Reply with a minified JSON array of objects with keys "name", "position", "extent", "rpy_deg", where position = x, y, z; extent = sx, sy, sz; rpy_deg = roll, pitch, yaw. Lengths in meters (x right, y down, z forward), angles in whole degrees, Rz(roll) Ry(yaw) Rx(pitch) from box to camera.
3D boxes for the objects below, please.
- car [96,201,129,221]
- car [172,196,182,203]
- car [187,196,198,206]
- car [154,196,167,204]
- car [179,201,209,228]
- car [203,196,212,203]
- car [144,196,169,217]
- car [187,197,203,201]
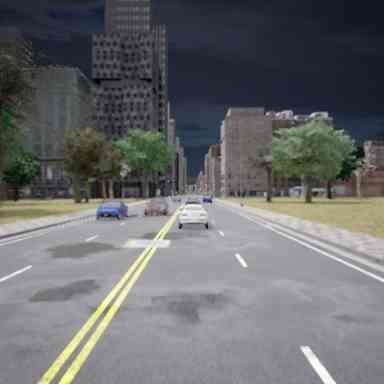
[{"name":"car","position":[-6.594,1.496,27.917],"extent":[1.882,1.535,5.008],"rpy_deg":[0,0,0]},{"name":"car","position":[-3.245,1.550,72.536],"extent":[1.882,1.535,5.008],"rpy_deg":[0,0,0]},{"name":"car","position":[0.103,1.548,59.316],"extent":[1.882,1.535,5.008],"rpy_deg":[0,0,0]},{"name":"car","position":[-6.496,1.611,69.199],"extent":[2.128,1.511,4.902],"rpy_deg":[0,0,0]},{"name":"car","position":[0.102,1.539,22.337],"extent":[1.812,1.442,4.674],"rpy_deg":[0,0,0]},{"name":"car","position":[3.255,1.577,72.230],"extent":[1.882,1.535,5.008],"rpy_deg":[0,0,0]},{"name":"car","position":[-3.341,1.375,32.043],"extent":[2.097,1.767,4.553],"rpy_deg":[0,0,0]},{"name":"car","position":[0.103,1.540,40.403],"extent":[1.837,1.490,4.892],"rpy_deg":[0,0,0]}]
